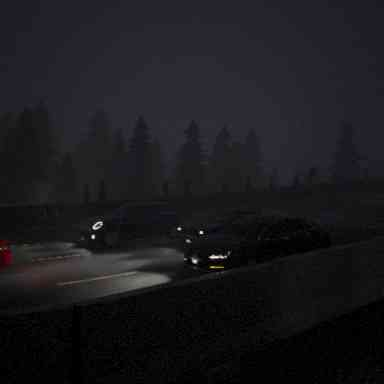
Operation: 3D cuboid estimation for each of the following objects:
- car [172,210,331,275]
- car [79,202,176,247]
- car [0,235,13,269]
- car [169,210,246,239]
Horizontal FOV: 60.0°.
[{"bbox_3d":[2.055,1.433,9.643,4.892,1.490,1.837,-1,1,-35],"label":"car"},{"bbox_3d":[-2.663,1.291,14.942,4.553,1.767,2.097,-1,1,-35],"label":"car"},{"bbox_3d":[-6.798,1.495,7.697,4.674,1.442,1.812,1,-1,-35],"label":"car"},{"bbox_3d":[1.684,1.468,13.713,4.718,1.301,1.895,-2,1,-35],"label":"car"}]
